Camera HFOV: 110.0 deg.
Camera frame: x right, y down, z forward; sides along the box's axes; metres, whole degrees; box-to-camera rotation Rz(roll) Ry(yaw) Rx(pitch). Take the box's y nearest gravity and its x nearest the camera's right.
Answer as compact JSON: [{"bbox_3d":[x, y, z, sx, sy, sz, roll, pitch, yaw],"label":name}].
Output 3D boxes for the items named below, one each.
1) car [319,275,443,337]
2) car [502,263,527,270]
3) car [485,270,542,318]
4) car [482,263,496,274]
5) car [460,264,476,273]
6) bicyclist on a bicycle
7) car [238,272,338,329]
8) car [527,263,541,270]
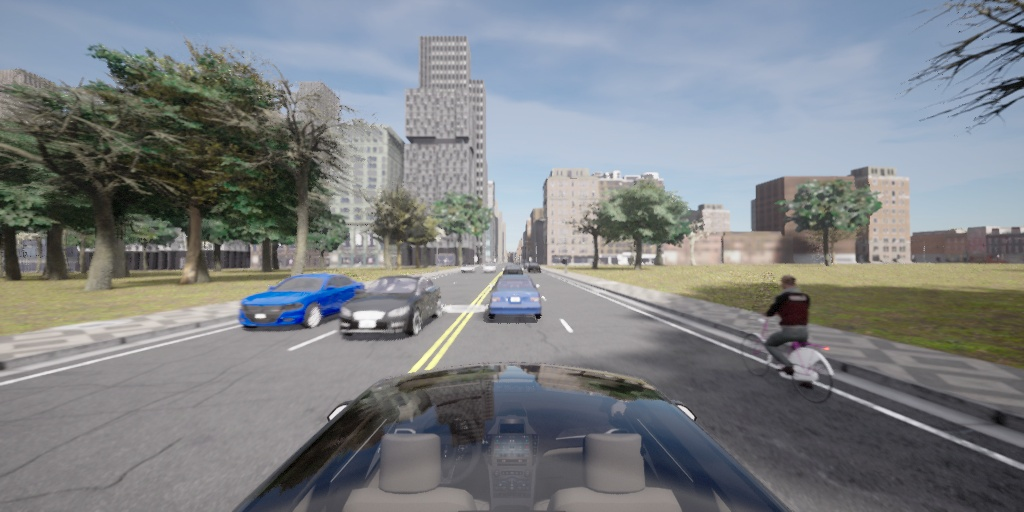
[{"bbox_3d":[-3.348,1.332,10.759,2.128,1.511,4.902,0,-1,0],"label":"car"},{"bbox_3d":[0.106,1.551,33.456,1.882,1.535,5.008,0,-1,0],"label":"car"},{"bbox_3d":[0.102,1.416,13.622,2.033,1.411,5.357,0,-1,0],"label":"car"},{"bbox_3d":[-3.302,1.816,53.083,1.812,1.442,4.674,0,-1,0],"label":"car"},{"bbox_3d":[-6.554,1.897,53.614,1.895,1.301,4.718,0,-1,1],"label":"car"},{"bbox_3d":[4.145,1.159,5.574,0.659,1.776,1.843,0,0,0],"label":"bicyclist on a bicycle"},{"bbox_3d":[-6.598,1.329,11.908,1.882,1.535,5.008,0,-1,0],"label":"car"},{"bbox_3d":[3.359,1.796,55.554,1.882,1.535,5.008,0,-1,0],"label":"car"}]
